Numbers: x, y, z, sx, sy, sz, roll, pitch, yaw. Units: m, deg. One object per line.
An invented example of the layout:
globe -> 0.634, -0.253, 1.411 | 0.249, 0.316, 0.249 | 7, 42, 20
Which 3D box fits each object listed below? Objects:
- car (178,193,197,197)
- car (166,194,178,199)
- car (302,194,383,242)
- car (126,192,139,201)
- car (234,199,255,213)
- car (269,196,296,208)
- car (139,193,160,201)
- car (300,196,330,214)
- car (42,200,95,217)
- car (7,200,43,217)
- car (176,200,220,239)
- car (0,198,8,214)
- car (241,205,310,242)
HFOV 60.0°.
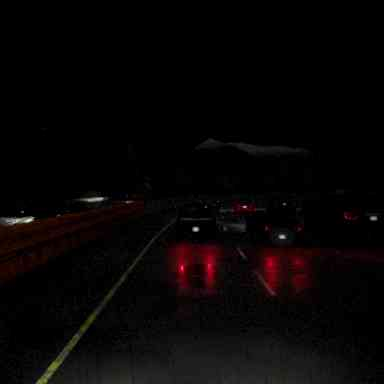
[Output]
car -> -0.410, 0.997, 67.062 | 1.882, 1.535, 5.008 | 0, 1, 21
car -> -3.677, 1.064, 68.336 | 1.994, 1.385, 4.181 | 0, 1, 21
car -> 7.186, 1.109, 15.767 | 2.150, 2.045, 5.566 | 0, 0, 1
car -> -11.461, 0.872, 67.417 | 2.097, 1.767, 4.553 | 0, 0, 19
car -> 5.192, 1.330, 32.768 | 1.994, 1.385, 4.181 | 0, 0, 8
car -> 8.616, 1.125, 31.945 | 2.097, 1.767, 4.553 | 0, 0, 8
car -> -7.971, 1.032, 66.783 | 2.128, 1.511, 4.902 | 0, 0, 19
car -> 12.408, 1.238, 33.765 | 1.882, 1.535, 5.008 | 0, 0, 9
car -> -9.786, 1.350, 27.537 | 2.033, 1.411, 5.357 | 0, 0, 5
car -> -13.170, 1.361, 28.196 | 1.994, 1.385, 4.181 | 0, 0, 6
car -> 0.235, 1.372, 16.664 | 2.128, 1.511, 4.902 | 0, 0, 2
car -> -16.725, 1.276, 27.978 | 1.882, 1.535, 5.008 | 0, 0, 6
car -> 3.689, 1.489, 15.593 | 1.895, 1.301, 4.718 | 0, 0, 1
